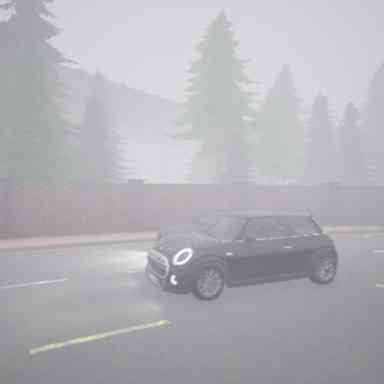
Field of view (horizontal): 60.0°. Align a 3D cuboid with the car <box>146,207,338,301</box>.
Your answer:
[{"bbox_3d":[1.232,1.270,8.061,4.553,1.767,2.097,0,1,-23],"label":"car"}]

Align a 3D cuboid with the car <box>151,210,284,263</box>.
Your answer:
[{"bbox_3d":[0.861,1.440,11.700,4.181,1.385,1.994,0,1,-22],"label":"car"}]
